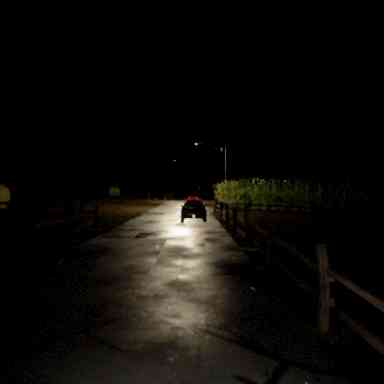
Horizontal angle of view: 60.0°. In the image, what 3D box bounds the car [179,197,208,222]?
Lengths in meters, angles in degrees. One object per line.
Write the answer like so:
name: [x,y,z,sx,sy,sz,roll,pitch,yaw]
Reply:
car: [0.121,1.365,25.196,1.837,1.490,4.892,0,1,0]
